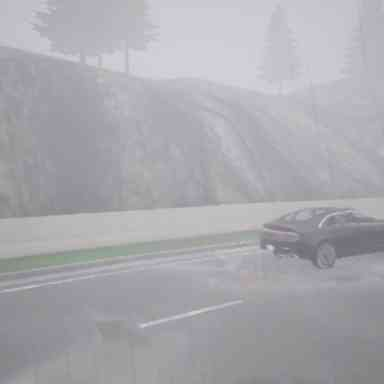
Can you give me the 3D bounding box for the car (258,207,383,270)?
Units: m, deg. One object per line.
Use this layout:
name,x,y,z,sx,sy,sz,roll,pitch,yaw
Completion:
car,4.272,1.190,9.803,4.902,1.511,2.128,-2,1,-25
